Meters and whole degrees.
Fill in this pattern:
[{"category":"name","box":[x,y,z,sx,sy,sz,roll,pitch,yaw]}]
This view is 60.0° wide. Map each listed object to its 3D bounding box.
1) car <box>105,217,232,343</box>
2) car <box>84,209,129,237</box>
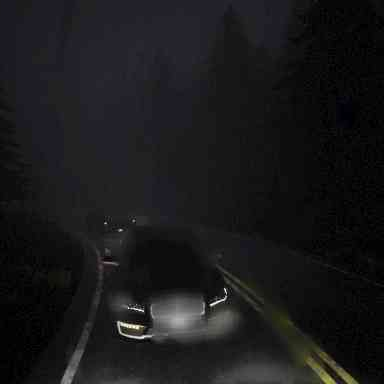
[{"category":"car","box":[-0.650,1.495,6.838,1.837,1.490,4.892,-1,0,-11]},{"category":"car","box":[-4.645,1.614,18.566,1.895,1.301,4.718,-3,1,-29]}]
